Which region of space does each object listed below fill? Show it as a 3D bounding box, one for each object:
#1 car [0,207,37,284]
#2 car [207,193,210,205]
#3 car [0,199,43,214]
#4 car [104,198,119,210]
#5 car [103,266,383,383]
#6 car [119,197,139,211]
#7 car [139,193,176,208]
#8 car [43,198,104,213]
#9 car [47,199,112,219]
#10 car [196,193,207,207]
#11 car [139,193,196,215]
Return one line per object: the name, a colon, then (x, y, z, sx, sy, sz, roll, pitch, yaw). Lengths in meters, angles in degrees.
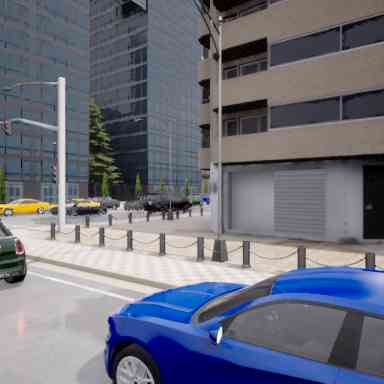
car: (-6.209, 1.352, 8.413, 4.553, 1.767, 2.097, 0, 0, 36)
car: (1.127, 1.166, 55.958, 2.150, 2.045, 5.566, 0, 0, 36)
car: (-16.321, 1.422, 31.915, 1.882, 1.535, 5.008, 0, 0, 36)
car: (-10.807, 1.436, 39.524, 2.128, 1.511, 4.902, 0, 0, 36)
car: (1.287, 1.478, 3.073, 5.008, 1.535, 1.882, 0, 0, 36)
car: (-6.095, 1.296, 40.064, 2.097, 1.767, 4.553, 0, 0, 36)
car: (-4.896, 1.166, 47.689, 2.150, 2.045, 5.566, 0, 0, 35)
car: (-11.465, 1.422, 32.645, 1.882, 1.535, 5.008, 0, 0, 36)
car: (-9.652, 1.545, 28.837, 1.895, 1.301, 4.718, 0, 0, 36)
car: (-0.288, 1.296, 48.073, 2.097, 1.767, 4.553, 0, 0, 36)
car: (-2.302, 1.166, 33.024, 2.150, 2.045, 5.566, 0, 0, 36)
